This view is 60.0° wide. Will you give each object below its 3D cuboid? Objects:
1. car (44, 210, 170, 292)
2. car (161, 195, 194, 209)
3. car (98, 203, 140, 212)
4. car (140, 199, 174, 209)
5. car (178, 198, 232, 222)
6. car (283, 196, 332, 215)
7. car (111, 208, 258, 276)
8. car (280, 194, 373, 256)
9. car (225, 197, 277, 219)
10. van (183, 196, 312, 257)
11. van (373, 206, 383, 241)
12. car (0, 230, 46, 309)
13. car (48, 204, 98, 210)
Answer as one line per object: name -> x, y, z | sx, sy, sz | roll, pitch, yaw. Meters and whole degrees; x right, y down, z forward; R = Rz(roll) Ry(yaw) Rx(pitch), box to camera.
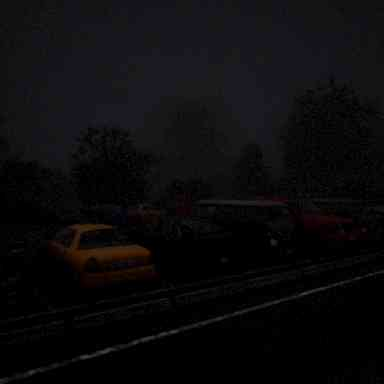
car -> -2.910, 1.517, 9.256 | 1.946, 1.575, 5.366 | 0, 0, -35
car -> -1.406, 1.265, 26.161 | 2.435, 2.045, 5.566 | 0, 0, -35
car -> -5.835, 1.518, 22.994 | 2.097, 1.535, 5.008 | 0, 0, -35
car -> -3.769, 1.514, 24.679 | 1.946, 1.575, 5.366 | 0, 0, -35
car -> 1.002, 1.389, 27.795 | 2.185, 1.767, 4.553 | 0, 0, -35
car -> 12.363, 1.384, 35.848 | 2.185, 1.767, 4.553 | 0, 0, -35
car -> -0.528, 1.521, 10.709 | 2.231, 1.521, 4.892 | 0, 0, -35
car -> 4.026, 1.267, 13.910 | 2.435, 2.045, 5.566 | 0, 0, -35
car -> 5.408, 1.387, 30.995 | 2.185, 1.767, 4.553 | 0, 0, -35
van -> 1.807, 1.293, 12.228 | 1.878, 1.987, 4.442 | 0, 0, -35
van -> 6.246, 1.291, 15.376 | 1.878, 1.987, 4.442 | 0, 0, -35
car -> -5.077, 1.521, 7.500 | 2.231, 1.521, 4.892 | 0, 0, -35
car -> -8.088, 1.548, 21.354 | 2.163, 1.488, 4.792 | 0, 0, -35
